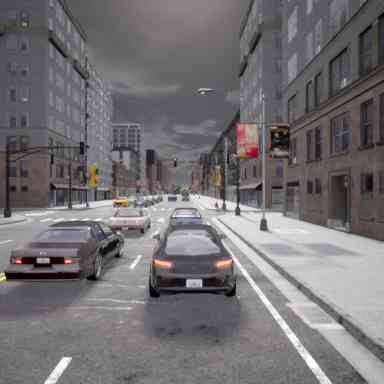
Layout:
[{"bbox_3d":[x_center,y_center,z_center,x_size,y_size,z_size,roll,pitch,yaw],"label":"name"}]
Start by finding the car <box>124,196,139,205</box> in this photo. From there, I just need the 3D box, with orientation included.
[{"bbox_3d":[-10.994,1.554,60.750,1.812,1.442,4.674,0,0,-1],"label":"car"}]

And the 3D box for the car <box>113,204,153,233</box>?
[{"bbox_3d":[-3.508,1.607,19.463,1.895,1.301,4.718,0,0,-1],"label":"car"}]

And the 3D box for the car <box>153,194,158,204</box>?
[{"bbox_3d":[-7.731,1.519,59.407,2.128,1.511,4.902,0,0,-1],"label":"car"}]

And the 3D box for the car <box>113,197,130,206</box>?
[{"bbox_3d":[-10.845,1.502,51.527,1.882,1.535,5.008,0,0,-1],"label":"car"}]

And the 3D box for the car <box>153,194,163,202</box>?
[{"bbox_3d":[-8.059,1.373,79.508,2.097,1.767,4.553,0,0,-1],"label":"car"}]

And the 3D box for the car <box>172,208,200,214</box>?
[{"bbox_3d":[-0.329,1.553,18.046,2.033,1.411,5.357,0,0,-1],"label":"car"}]

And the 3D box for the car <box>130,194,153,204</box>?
[{"bbox_3d":[-7.563,1.515,50.053,2.128,1.511,4.902,0,0,-1],"label":"car"}]

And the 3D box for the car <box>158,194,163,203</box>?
[{"bbox_3d":[-7.855,1.555,69.277,2.128,1.511,4.902,0,0,-1],"label":"car"}]

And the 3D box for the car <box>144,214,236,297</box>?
[{"bbox_3d":[-0.036,1.528,8.459,1.812,1.442,4.674,0,0,-2],"label":"car"}]

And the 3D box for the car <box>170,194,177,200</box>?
[{"bbox_3d":[-5.033,1.401,90.734,1.837,1.490,4.892,0,0,-1],"label":"car"}]

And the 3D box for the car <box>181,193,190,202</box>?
[{"bbox_3d":[-1.583,1.623,80.828,1.895,1.301,4.718,0,0,-1],"label":"car"}]

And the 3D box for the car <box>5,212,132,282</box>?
[{"bbox_3d":[-3.312,1.550,9.798,2.033,1.411,5.357,0,0,-1],"label":"car"}]

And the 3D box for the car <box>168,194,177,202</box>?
[{"bbox_3d":[-4.824,1.505,80.316,1.882,1.535,5.008,0,0,-1],"label":"car"}]
